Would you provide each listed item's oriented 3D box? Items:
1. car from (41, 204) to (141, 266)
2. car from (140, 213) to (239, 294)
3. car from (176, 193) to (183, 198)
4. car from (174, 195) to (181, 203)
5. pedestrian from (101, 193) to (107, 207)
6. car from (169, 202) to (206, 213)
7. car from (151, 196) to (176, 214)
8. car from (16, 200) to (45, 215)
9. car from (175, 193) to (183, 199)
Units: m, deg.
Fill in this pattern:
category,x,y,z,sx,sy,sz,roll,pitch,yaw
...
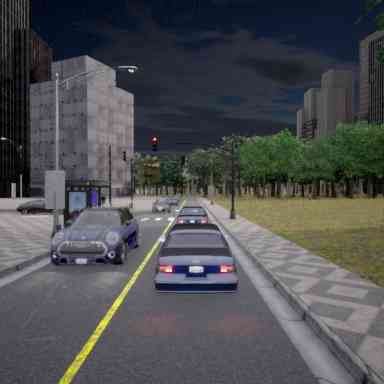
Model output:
category,x,y,z,sx,sy,sz,roll,pitch,yaw
car,-3.111,1.347,11.585,2.097,1.767,4.553,0,0,0
car,0.084,1.545,8.952,2.033,1.411,5.357,0,0,0
car,-3.112,1.412,66.643,2.128,1.511,4.902,0,0,0
car,-3.149,1.511,52.051,1.994,1.385,4.181,0,0,0
pedestrian,-10.122,1.051,38.143,0.375,1.860,0.375,0,0,1
car,0.058,1.538,19.287,2.033,1.411,5.357,0,0,1
car,-3.133,1.466,35.023,2.128,1.511,4.902,0,0,0
car,-14.381,1.478,32.032,4.674,1.442,1.812,0,0,2
car,-3.157,1.003,81.702,1.837,1.490,4.892,0,0,0
